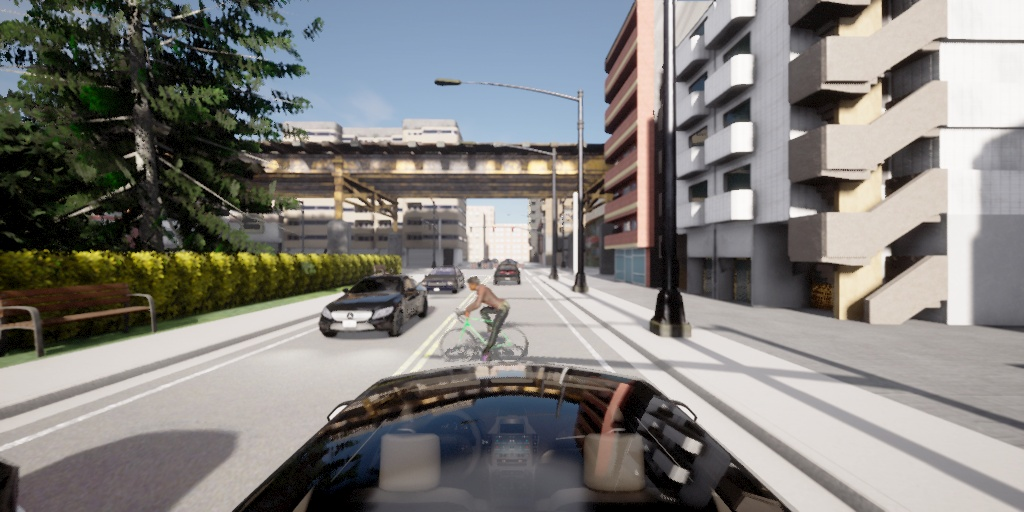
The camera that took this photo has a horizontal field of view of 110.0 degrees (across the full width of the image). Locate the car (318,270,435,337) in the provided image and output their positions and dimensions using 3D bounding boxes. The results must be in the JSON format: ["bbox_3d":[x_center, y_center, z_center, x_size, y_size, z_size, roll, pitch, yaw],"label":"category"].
[{"bbox_3d":[-3.704,1.282,10.439,1.812,1.442,4.674,0,0,-1],"label":"car"}]

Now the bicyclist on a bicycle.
[{"bbox_3d":[-0.538,1.203,6.686,1.656,1.620,0.582,-2,0,-1],"label":"bicyclist on a bicycle"}]

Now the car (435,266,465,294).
[{"bbox_3d":[-3.836,1.309,20.805,2.033,1.411,5.357,0,0,-1],"label":"car"}]

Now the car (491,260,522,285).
[{"bbox_3d":[-0.331,1.267,26.164,1.837,1.490,4.892,0,0,-1],"label":"car"}]
